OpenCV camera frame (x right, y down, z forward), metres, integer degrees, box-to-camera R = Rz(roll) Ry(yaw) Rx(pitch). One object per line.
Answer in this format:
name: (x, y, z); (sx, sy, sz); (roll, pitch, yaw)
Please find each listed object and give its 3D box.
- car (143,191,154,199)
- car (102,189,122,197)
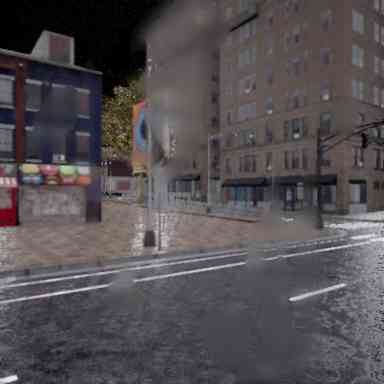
car: (-6.510, 0.585, 51.943); (2.033, 1.411, 5.357); (0, 3, -35)
car: (-13.760, 0.181, 57.400); (1.895, 1.301, 4.718); (0, 3, -35)
